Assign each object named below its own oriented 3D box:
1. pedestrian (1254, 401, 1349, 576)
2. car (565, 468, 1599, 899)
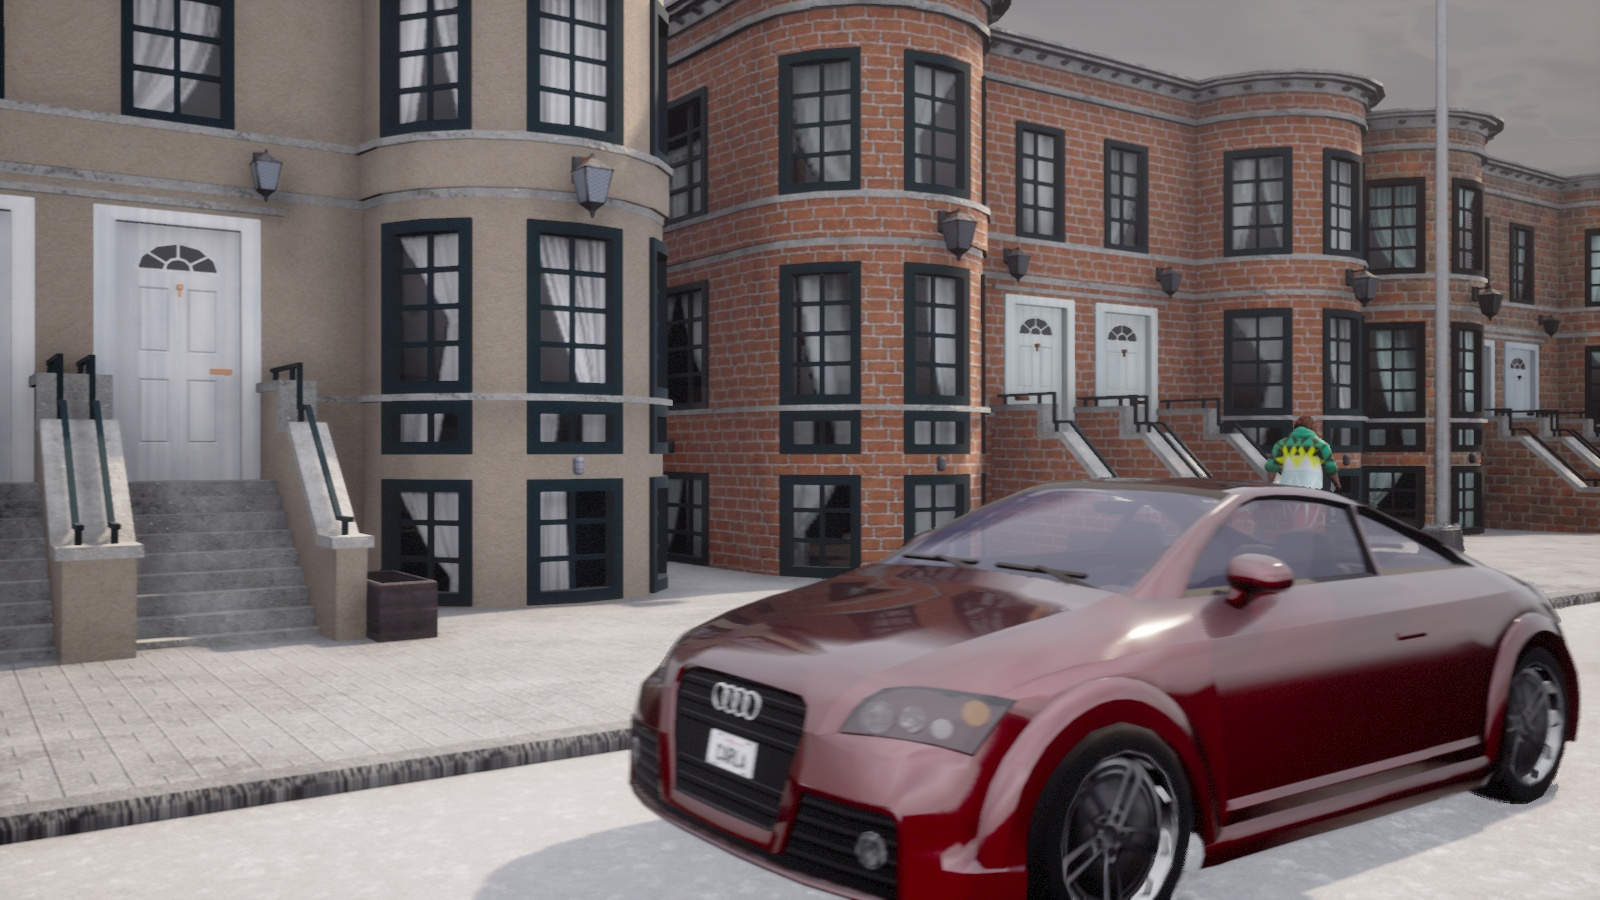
[{"bbox_3d":[5.800,0.429,14.517,0.873,1.952,0.659,0,0,-38],"label":"pedestrian"},{"bbox_3d":[1.380,0.803,5.228,4.181,1.385,1.994,0,0,-35],"label":"car"}]
